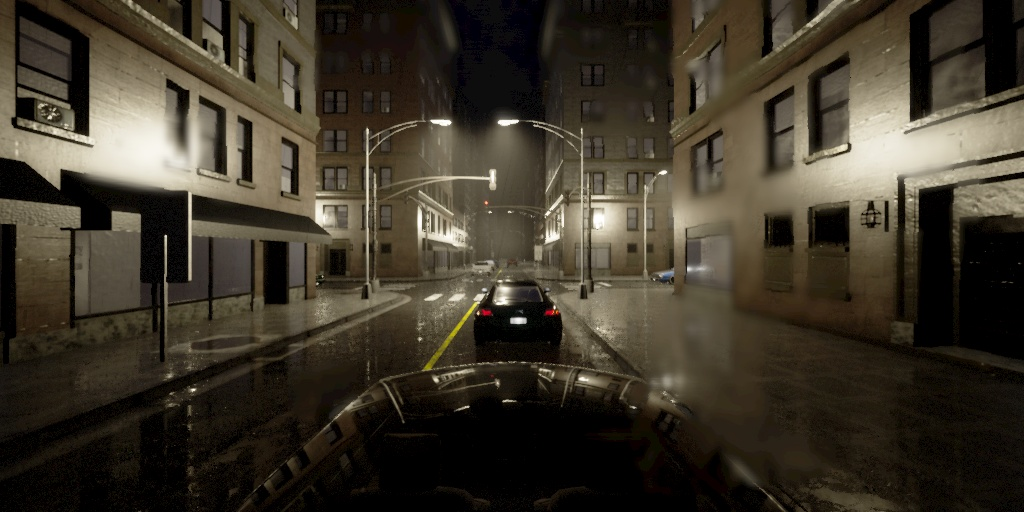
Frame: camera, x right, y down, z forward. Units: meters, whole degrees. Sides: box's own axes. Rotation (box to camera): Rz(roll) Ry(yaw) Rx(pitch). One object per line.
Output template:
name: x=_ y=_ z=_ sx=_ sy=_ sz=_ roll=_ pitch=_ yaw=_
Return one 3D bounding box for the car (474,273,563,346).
car: x=0.111 y=1.311 z=9.426 sx=1.994 sy=1.385 sz=4.181 roll=0 pitch=0 yaw=-1

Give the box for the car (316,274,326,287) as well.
car: x=-14.036 y=1.380 z=21.792 sx=4.718 sy=1.301 sz=1.895 roll=0 pitch=0 yaw=0

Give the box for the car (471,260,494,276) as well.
car: x=-3.123 y=1.261 z=37.262 sx=1.812 sy=1.442 sz=4.674 roll=0 pitch=0 yaw=-1

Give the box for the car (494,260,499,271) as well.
car: x=-3.116 y=1.277 z=47.788 sx=2.033 sy=1.411 sz=5.357 roll=0 pitch=0 yaw=0

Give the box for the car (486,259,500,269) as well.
car: x=-3.107 y=1.283 z=58.139 sx=1.994 sy=1.385 sz=4.181 roll=0 pitch=0 yaw=0

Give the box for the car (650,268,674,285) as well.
car: x=12.604 y=1.253 z=25.092 sx=5.357 sy=1.411 sz=2.033 roll=0 pitch=0 yaw=0
